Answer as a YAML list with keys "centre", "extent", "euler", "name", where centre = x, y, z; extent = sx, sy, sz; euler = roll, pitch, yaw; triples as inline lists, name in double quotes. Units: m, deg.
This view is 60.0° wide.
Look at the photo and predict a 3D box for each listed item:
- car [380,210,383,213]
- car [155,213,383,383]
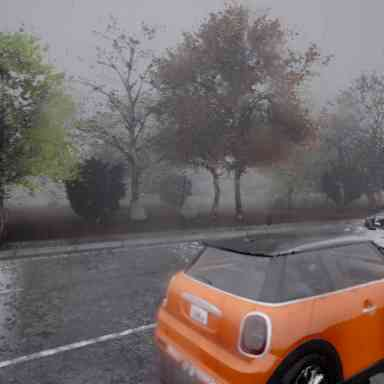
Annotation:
- centre: [11.648, 1.499, 18.499]
  extent: [4.181, 1.385, 1.994]
  euler: [0, 0, -26]
  name: "car"
- centre: [1.850, 1.336, 4.766]
  extent: [4.553, 1.767, 2.097]
  euler: [0, 0, -33]
  name: "car"
